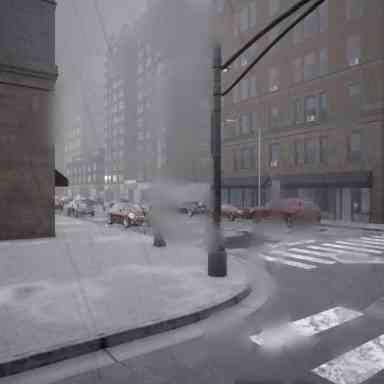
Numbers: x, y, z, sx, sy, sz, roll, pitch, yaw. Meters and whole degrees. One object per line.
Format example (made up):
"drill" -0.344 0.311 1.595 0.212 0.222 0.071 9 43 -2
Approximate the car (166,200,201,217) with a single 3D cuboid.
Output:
"car" -0.229 1.550 31.257 1.947 1.339 4.313 0 0 -35

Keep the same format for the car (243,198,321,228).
"car" 6.122 1.309 22.218 2.192 1.841 5.009 0 0 -35

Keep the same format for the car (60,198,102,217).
"car" -10.368 1.530 30.857 2.008 1.369 4.403 0 0 -35

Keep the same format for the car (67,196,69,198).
"car" -21.523 1.473 56.760 1.812 1.442 4.674 0 0 -35

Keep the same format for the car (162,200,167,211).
"car" -3.405 1.529 35.778 2.008 1.369 4.403 0 0 -35

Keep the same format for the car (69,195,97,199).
"car" -16.156 1.436 49.117 1.882 1.535 5.008 0 0 -35

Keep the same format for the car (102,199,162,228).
"car" -4.015 1.430 21.815 1.967 1.590 4.097 0 0 -35

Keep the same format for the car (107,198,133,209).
"car" -9.756 1.532 44.816 1.947 1.339 4.313 0 0 -35

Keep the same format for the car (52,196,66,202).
"car" -28.809 1.478 71.933 2.008 1.369 4.403 0 0 -35

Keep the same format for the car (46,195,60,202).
"car" -31.985 1.471 76.453 2.008 1.369 4.403 0 0 -35

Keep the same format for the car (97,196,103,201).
"car" -15.857 1.457 53.999 1.837 1.490 4.892 0 0 -35

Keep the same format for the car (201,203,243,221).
"car" 2.947 1.571 26.738 1.802 1.307 4.206 0 0 -35

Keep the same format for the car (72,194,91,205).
"car" -19.891 1.298 59.684 2.097 1.767 4.553 0 0 -35

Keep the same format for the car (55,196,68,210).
"car" -16.721 1.512 39.899 1.887 1.381 4.507 0 0 -35
